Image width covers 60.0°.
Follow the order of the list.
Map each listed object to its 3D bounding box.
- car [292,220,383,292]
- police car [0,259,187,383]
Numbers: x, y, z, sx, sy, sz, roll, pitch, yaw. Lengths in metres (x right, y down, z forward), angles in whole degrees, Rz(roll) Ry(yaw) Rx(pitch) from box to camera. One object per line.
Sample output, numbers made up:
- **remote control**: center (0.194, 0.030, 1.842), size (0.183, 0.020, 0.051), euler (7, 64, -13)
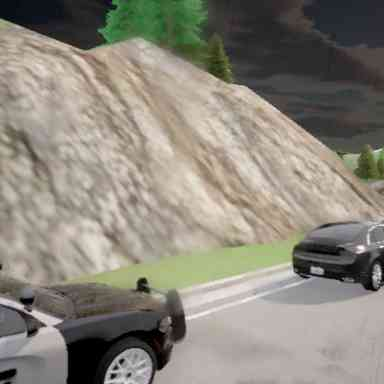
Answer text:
- **car**: center (4.645, 1.536, 9.169), size (4.892, 1.490, 1.837), euler (0, -1, -42)
- **police car**: center (-2.414, 1.485, 3.336), size (5.238, 1.638, 1.930), euler (0, -1, -37)
